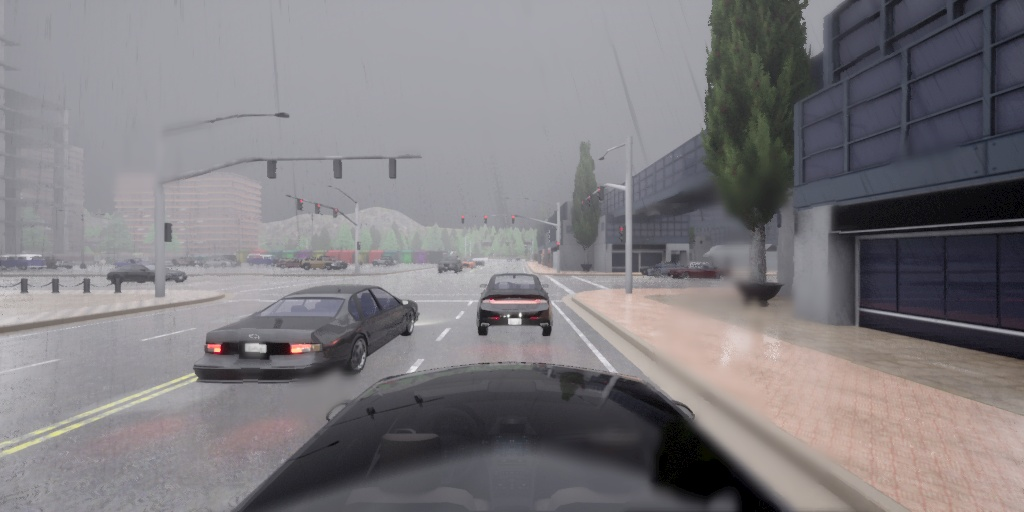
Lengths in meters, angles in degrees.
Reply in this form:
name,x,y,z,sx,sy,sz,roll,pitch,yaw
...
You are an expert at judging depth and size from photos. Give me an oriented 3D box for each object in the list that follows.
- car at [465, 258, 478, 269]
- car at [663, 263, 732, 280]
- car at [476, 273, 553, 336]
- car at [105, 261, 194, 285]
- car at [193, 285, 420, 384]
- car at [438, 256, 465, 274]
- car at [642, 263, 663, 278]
name,x,y,z,sx,sy,sz,roll,pitch,yaw
car,-6.957,1.102,55.689,2.097,1.767,4.553,0,0,1
car,15.631,1.351,30.090,4.718,1.301,1.895,0,0,0
car,0.068,1.241,10.382,2.128,1.511,4.902,0,0,0
car,-26.030,1.276,25.626,4.674,1.442,1.812,0,0,0
car,-3.437,1.297,7.352,2.033,1.411,5.357,0,0,0
car,-7.256,0.971,42.353,2.150,2.045,5.566,0,0,0
car,14.422,1.314,33.594,4.181,1.385,1.994,0,0,0
